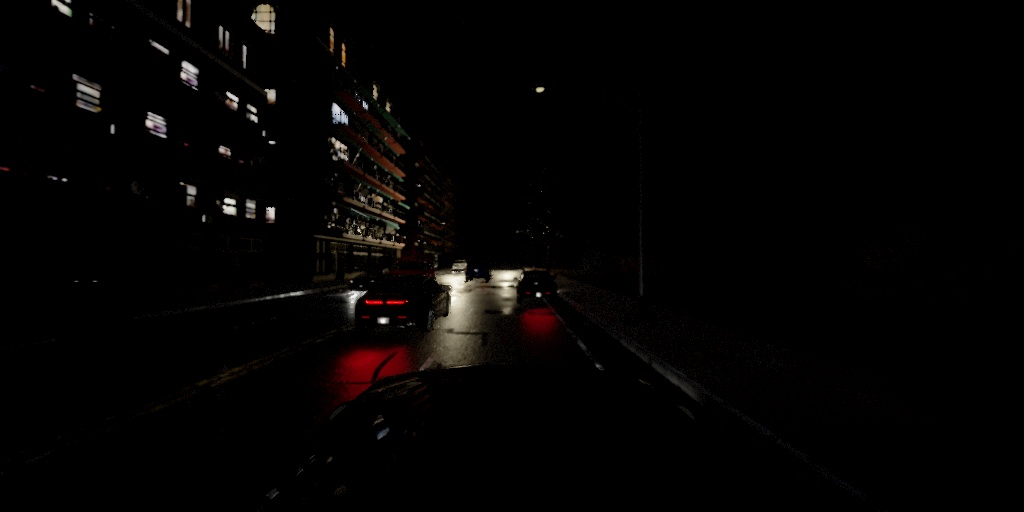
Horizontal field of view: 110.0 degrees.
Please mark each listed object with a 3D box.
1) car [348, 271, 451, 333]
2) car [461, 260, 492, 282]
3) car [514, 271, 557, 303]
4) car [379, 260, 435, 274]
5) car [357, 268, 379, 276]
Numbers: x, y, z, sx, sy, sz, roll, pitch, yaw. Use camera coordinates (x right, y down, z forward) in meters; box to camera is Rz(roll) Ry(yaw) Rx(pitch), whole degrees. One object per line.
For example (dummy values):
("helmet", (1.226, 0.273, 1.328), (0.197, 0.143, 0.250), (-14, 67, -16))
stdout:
("car", (-3.144, 1.374, 11.184), (1.837, 1.490, 4.892), (0, -1, 0))
("car", (-3.119, 1.381, 33.823), (2.150, 2.045, 5.566), (0, 0, 0))
("car", (1.149, 1.463, 17.973), (1.837, 1.490, 4.892), (0, -1, 0))
("car", (-6.584, 1.253, 23.797), (2.150, 2.045, 5.566), (0, -1, 0))
("car", (-9.834, 1.607, 26.046), (2.033, 1.411, 5.357), (0, -1, 0))
